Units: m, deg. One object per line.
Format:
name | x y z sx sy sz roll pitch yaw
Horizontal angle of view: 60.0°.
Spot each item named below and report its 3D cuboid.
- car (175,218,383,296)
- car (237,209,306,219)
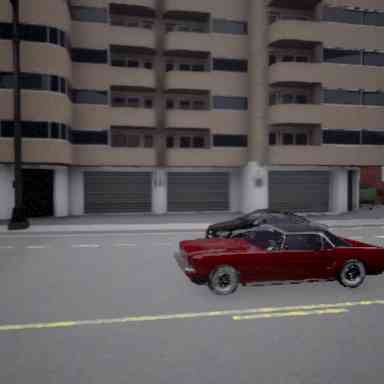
car | 1.984 1.435 7.807 4.718 1.301 1.895 0 1 -11
car | 2.571 1.317 11.482 4.181 1.385 1.994 0 1 -11
